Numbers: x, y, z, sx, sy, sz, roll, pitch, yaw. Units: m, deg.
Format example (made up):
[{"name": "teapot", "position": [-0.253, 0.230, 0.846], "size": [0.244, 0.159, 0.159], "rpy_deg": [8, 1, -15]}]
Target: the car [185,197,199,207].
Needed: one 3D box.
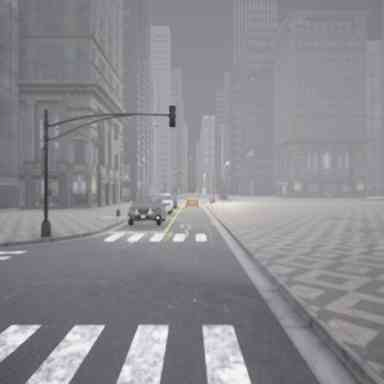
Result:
[{"name": "car", "position": [0.032, 1.411, 48.537], "size": [1.882, 1.535, 5.008], "rpy_deg": [0, 0, 0]}]

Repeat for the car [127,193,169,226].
[{"name": "car", "position": [-3.079, 1.183, 23.679], "size": [2.150, 2.045, 5.566], "rpy_deg": [0, 0, 0]}]

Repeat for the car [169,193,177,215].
[{"name": "car", "position": [-3.075, 1.169, 34.127], "size": [2.150, 2.045, 5.566], "rpy_deg": [0, 0, 0]}]
